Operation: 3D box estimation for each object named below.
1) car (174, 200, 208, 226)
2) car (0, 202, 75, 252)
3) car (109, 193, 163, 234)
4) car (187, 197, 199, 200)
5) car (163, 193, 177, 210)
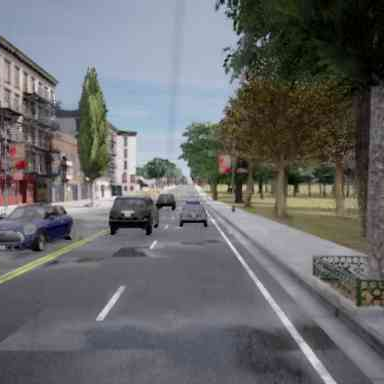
[{"bbox_3d":[0.103,1.518,22.932,2.033,1.411,5.357,0,0,0],"label":"car"},{"bbox_3d":[-6.563,1.331,13.754,2.097,1.767,4.553,0,0,0],"label":"car"},{"bbox_3d":[-3.146,1.198,18.943,2.150,2.045,5.566,0,0,0],"label":"car"},{"bbox_3d":[0.107,1.439,42.596,1.882,1.535,5.008,0,0,0],"label":"car"},{"bbox_3d":[-3.144,1.184,42.373,2.150,2.045,5.566,0,0,0],"label":"car"}]
